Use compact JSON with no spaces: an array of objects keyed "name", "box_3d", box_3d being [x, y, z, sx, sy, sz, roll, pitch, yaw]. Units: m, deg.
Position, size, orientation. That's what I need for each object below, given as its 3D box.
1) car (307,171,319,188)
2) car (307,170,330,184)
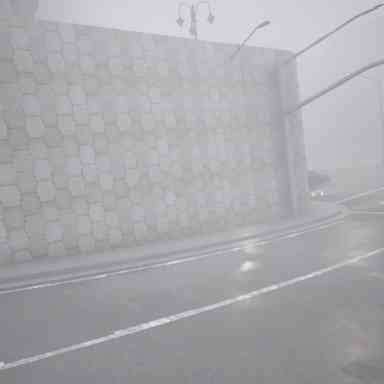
[{"name":"car","box_3d":[8.039,-0.736,29.582,2.033,1.411,5.357,-11,7,-35]},{"name":"car","box_3d":[10.708,-1.341,31.789,1.837,1.490,4.892,-11,6,-34]}]
